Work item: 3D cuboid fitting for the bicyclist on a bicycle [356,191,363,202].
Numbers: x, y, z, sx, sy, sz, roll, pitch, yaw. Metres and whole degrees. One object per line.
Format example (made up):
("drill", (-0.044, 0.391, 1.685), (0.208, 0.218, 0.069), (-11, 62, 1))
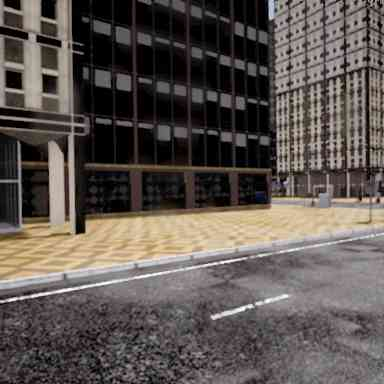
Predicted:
("bicyclist on a bicycle", (23.799, 0.637, 47.271), (1.656, 1.620, 0.582), (-2, 1, -34))
